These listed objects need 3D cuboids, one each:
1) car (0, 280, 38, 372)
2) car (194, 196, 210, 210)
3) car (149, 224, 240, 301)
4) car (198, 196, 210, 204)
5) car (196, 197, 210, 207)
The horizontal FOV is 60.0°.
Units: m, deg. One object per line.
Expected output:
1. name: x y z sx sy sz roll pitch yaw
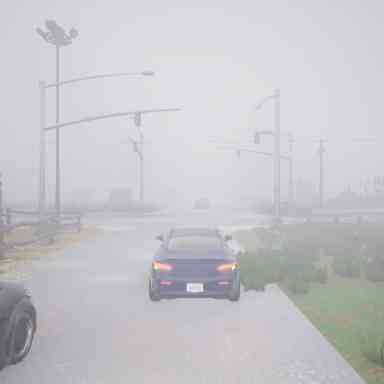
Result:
1. car: -3.189 1.564 3.037 1.994 1.385 4.181 0 0 0
2. car: 1.296 1.512 42.847 2.033 1.411 5.357 0 0 3
3. car: 0.053 1.526 8.187 1.812 1.442 4.674 0 0 0
4. car: 2.318 1.512 63.508 2.033 1.411 5.357 0 0 3
5. car: 1.779 1.512 52.997 2.033 1.411 5.357 0 0 3
